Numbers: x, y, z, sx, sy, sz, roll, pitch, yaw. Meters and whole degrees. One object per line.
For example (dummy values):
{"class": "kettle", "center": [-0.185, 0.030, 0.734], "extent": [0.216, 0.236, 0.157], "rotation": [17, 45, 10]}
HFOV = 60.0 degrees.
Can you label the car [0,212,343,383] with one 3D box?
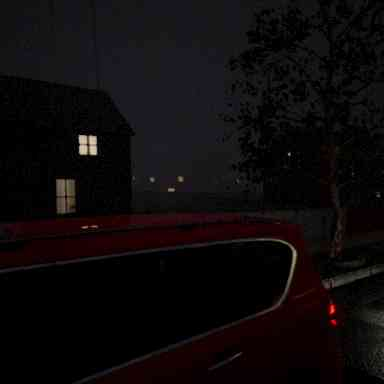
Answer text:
{"class": "car", "center": [-1.248, 1.223, 2.132], "extent": [5.566, 2.045, 2.150], "rotation": [0, 0, -37]}
